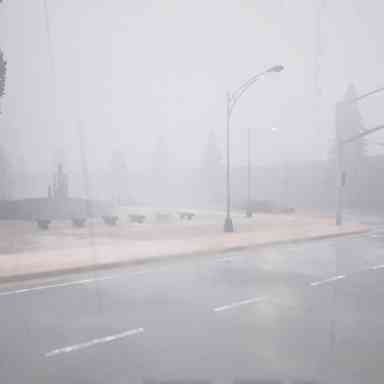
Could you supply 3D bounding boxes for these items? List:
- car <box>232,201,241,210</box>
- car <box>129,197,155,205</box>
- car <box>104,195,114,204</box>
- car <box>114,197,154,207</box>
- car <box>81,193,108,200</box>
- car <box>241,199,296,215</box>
[{"bbox_3d":[7.311,1.547,40.503,2.033,1.411,5.357,0,0,-38],"label":"car"},{"bbox_3d":[-9.175,1.564,61.164,4.181,1.385,1.994,0,0,22],"label":"car"},{"bbox_3d":[-11.647,1.564,54.681,4.181,1.385,1.994,0,0,22],"label":"car"},{"bbox_3d":[-8.562,1.492,49.349,4.902,1.511,2.128,0,0,27],"label":"car"},{"bbox_3d":[-18.715,1.221,63.905,5.566,2.045,2.150,0,0,10],"label":"car"},{"bbox_3d":[7.887,1.547,33.899,2.033,1.411,5.357,0,0,-36],"label":"car"}]
